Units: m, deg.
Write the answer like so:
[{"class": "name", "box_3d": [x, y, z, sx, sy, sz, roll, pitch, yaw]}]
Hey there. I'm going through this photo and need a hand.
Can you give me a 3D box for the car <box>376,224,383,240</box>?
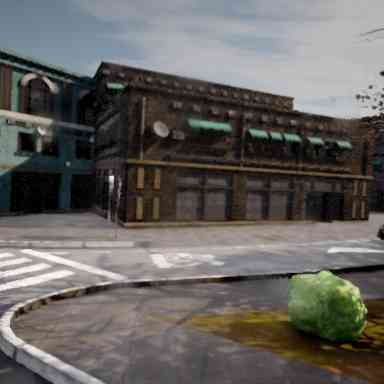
[{"class": "car", "box_3d": [11.242, 1.828, 16.583, 4.181, 1.385, 1.994, 1, 3, -28]}]
